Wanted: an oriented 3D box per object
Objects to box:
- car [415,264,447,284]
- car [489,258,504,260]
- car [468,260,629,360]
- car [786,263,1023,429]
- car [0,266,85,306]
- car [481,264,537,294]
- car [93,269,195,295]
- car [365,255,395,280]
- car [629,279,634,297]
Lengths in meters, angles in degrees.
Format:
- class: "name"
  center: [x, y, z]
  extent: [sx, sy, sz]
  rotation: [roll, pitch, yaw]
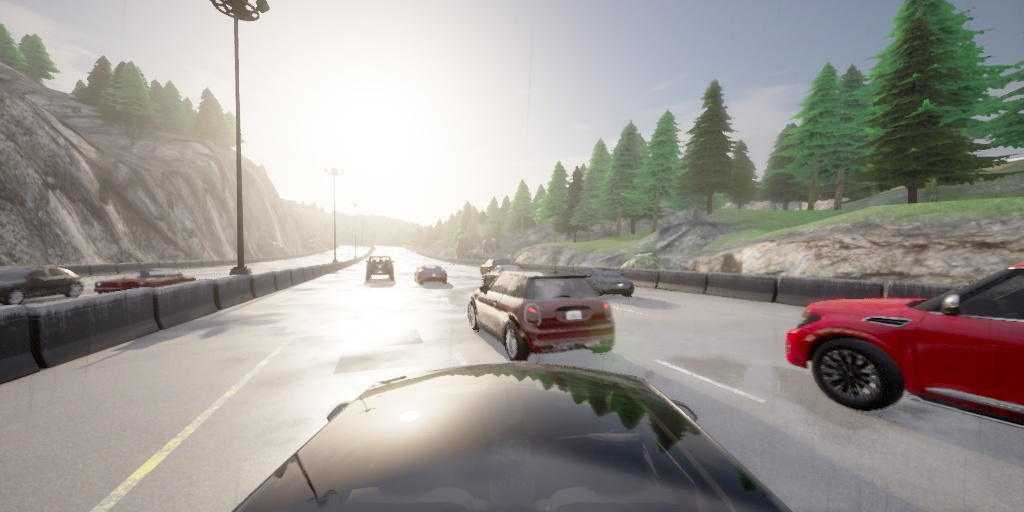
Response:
- class: "car"
  center: [-6.055, 1.284, 26.507]
  extent: [1.994, 1.385, 4.181]
  rotation: [0, 0, -20]
- class: "car"
  center: [-1.651, 1.069, 34.952]
  extent: [2.097, 1.767, 4.553]
  rotation: [0, 0, -20]
- class: "car"
  center: [0.397, 1.097, 8.551]
  extent: [2.097, 1.767, 4.553]
  rotation: [0, 0, -20]
- class: "car"
  center: [5.970, 0.975, 3.380]
  extent: [2.150, 2.045, 5.566]
  rotation: [0, 0, -20]
- class: "car"
  center: [-20.774, 1.219, 15.128]
  extent: [1.837, 1.490, 4.892]
  rotation: [0, 0, -20]
- class: "car"
  center: [-0.321, 1.257, 20.934]
  extent: [1.812, 1.442, 4.674]
  rotation: [0, 0, -20]
- class: "car"
  center: [-18.048, 1.315, 17.888]
  extent: [1.895, 1.301, 4.718]
  rotation: [0, 0, -20]
- class: "car"
  center: [-11.234, 0.934, 30.574]
  extent: [2.150, 2.045, 5.566]
  rotation: [0, 0, -20]
- class: "car"
  center: [4.305, 1.303, 18.371]
  extent: [1.994, 1.385, 4.181]
  rotation: [0, 0, -20]
